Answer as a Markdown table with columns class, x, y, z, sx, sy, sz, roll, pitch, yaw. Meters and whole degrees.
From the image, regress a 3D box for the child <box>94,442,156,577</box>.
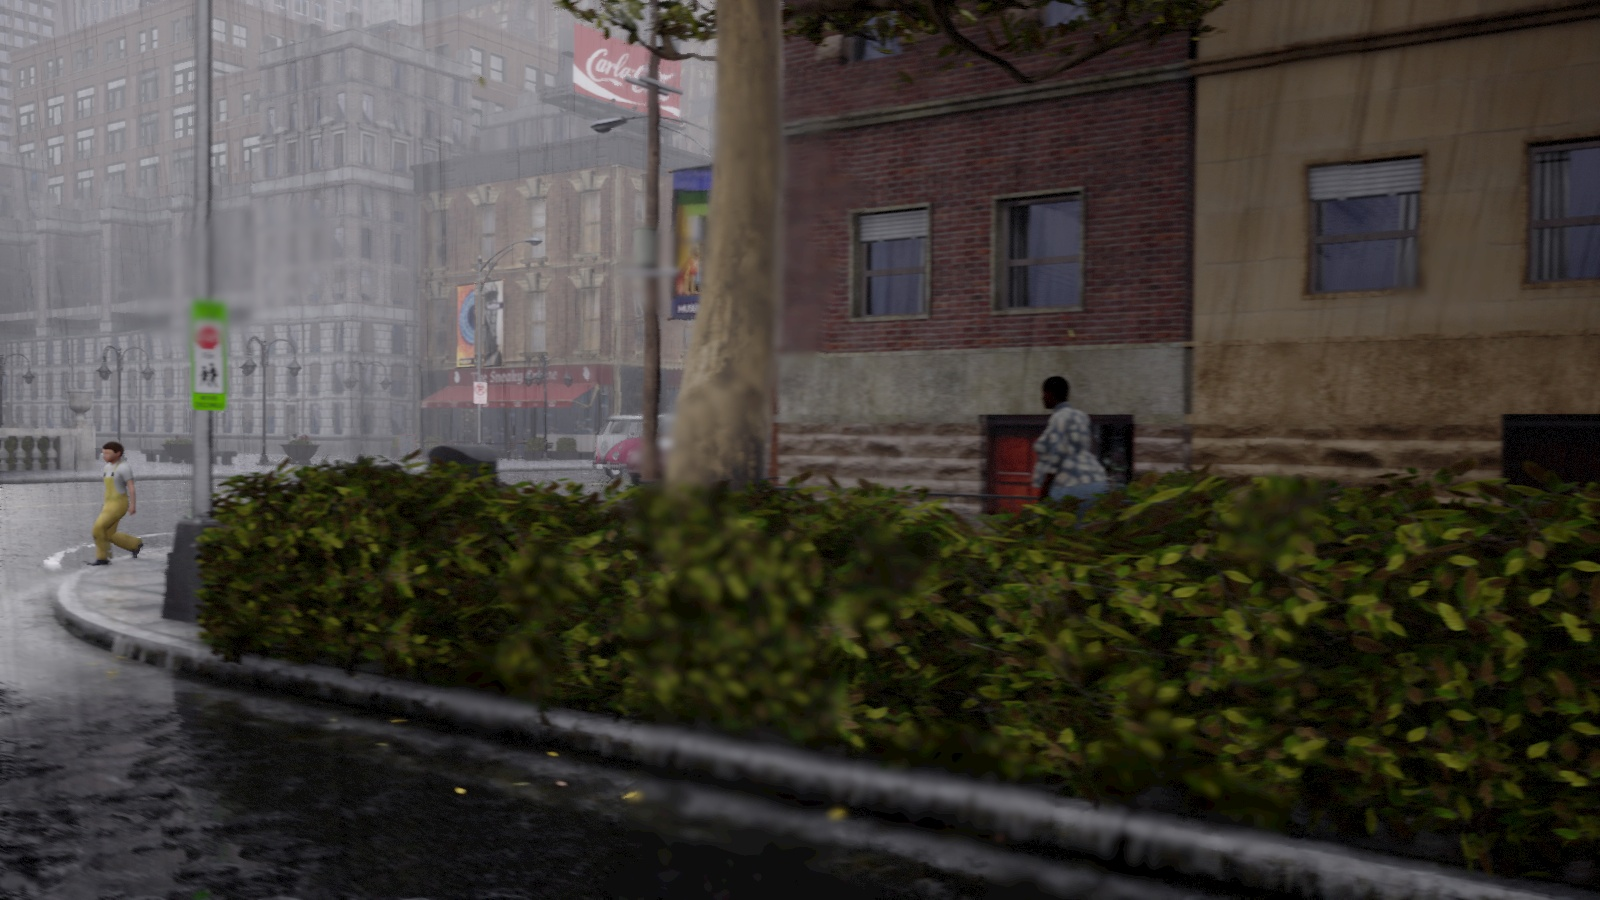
| class | x | y | z | sx | sy | sz | roll | pitch | yaw |
| --- | --- | --- | --- | --- | --- | --- | --- | --- | --- |
| child | -6.479 | 0.558 | 12.060 | 0.270 | 1.263 | 0.437 | 0 | 1 | 38 |

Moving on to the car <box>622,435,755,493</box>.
| class | x | y | z | sx | sy | sz | roll | pitch | yaw |
| --- | --- | --- | --- | --- | --- | --- | --- | --- | --- |
| car | -2.901 | 0.323 | 33.747 | 1.812 | 1.442 | 4.674 | 0 | 1 | 19 |

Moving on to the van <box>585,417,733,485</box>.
| class | x | y | z | sx | sy | sz | roll | pitch | yaw |
| --- | --- | --- | --- | --- | --- | --- | --- | --- | --- |
| van | -4.345 | -0.012 | 39.224 | 4.442 | 1.987 | 1.775 | -1 | 1 | -45 |

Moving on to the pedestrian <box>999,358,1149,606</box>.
| class | x | y | z | sx | sy | sz | roll | pitch | yaw |
| --- | --- | --- | --- | --- | --- | --- | --- | --- | --- |
| pedestrian | 2.189 | 0.232 | 10.003 | 0.900 | 1.855 | 0.874 | 0 | 1 | 33 |
